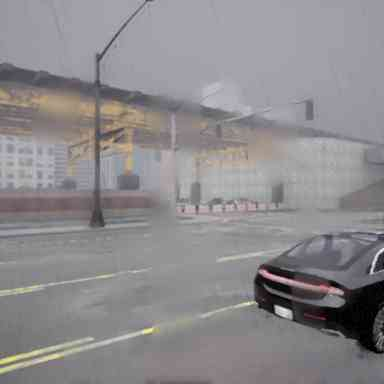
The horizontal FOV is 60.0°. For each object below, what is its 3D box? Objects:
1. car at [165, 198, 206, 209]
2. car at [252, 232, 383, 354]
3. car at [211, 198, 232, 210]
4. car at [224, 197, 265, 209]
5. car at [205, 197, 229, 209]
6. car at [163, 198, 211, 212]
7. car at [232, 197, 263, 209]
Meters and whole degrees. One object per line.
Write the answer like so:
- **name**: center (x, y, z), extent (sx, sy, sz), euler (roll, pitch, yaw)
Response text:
- **car**: center (-0.716, 1.313, 38.012), extent (4.536, 1.218, 1.853), euler (0, 0, 8)
- **car**: center (3.287, 1.498, 6.138), extent (4.902, 1.511, 2.128), euler (0, 0, -35)
- **car**: center (3.079, 1.474, 40.691), extent (2.038, 1.542, 4.974), euler (0, 0, 18)
- **car**: center (6.989, 1.478, 44.452), extent (4.974, 1.542, 2.038), euler (0, 0, -7)
- **car**: center (3.095, 1.316, 40.741), extent (1.853, 1.218, 4.536), euler (0, 0, 18)
- **car**: center (-0.665, 1.470, 38.005), extent (4.974, 1.542, 2.038), euler (0, 0, 8)
- **car**: center (6.937, 1.321, 44.445), extent (4.536, 1.218, 1.853), euler (0, 0, -7)
